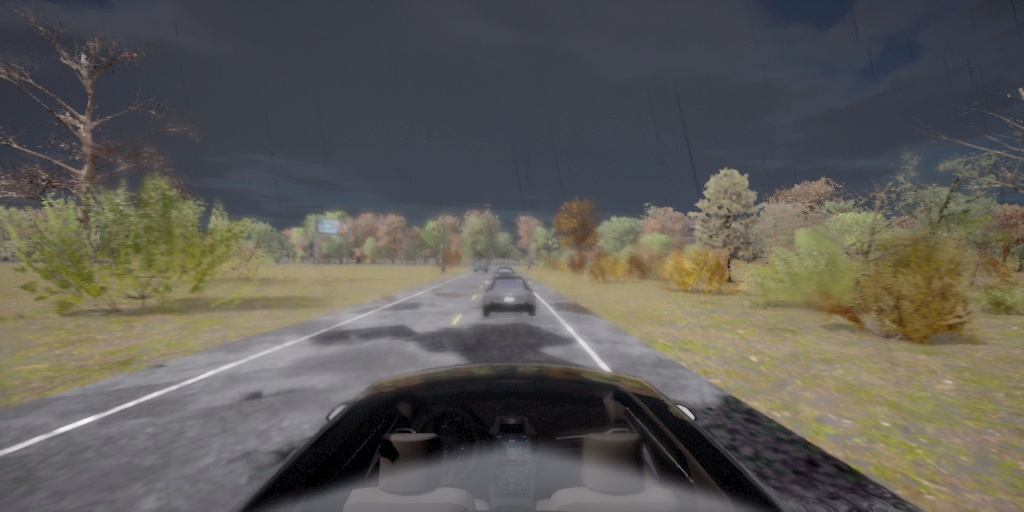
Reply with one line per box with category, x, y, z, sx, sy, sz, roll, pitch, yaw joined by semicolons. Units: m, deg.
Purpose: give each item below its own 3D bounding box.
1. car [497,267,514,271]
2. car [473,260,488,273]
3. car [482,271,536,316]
car;-0.559;1.648;29.872;1.812;1.442;4.674;0;0;-1
car;-5.039;1.708;58.415;2.150;2.045;5.566;0;-1;-1
car;-0.122;1.486;14.328;1.994;1.385;4.181;0;-1;-1
